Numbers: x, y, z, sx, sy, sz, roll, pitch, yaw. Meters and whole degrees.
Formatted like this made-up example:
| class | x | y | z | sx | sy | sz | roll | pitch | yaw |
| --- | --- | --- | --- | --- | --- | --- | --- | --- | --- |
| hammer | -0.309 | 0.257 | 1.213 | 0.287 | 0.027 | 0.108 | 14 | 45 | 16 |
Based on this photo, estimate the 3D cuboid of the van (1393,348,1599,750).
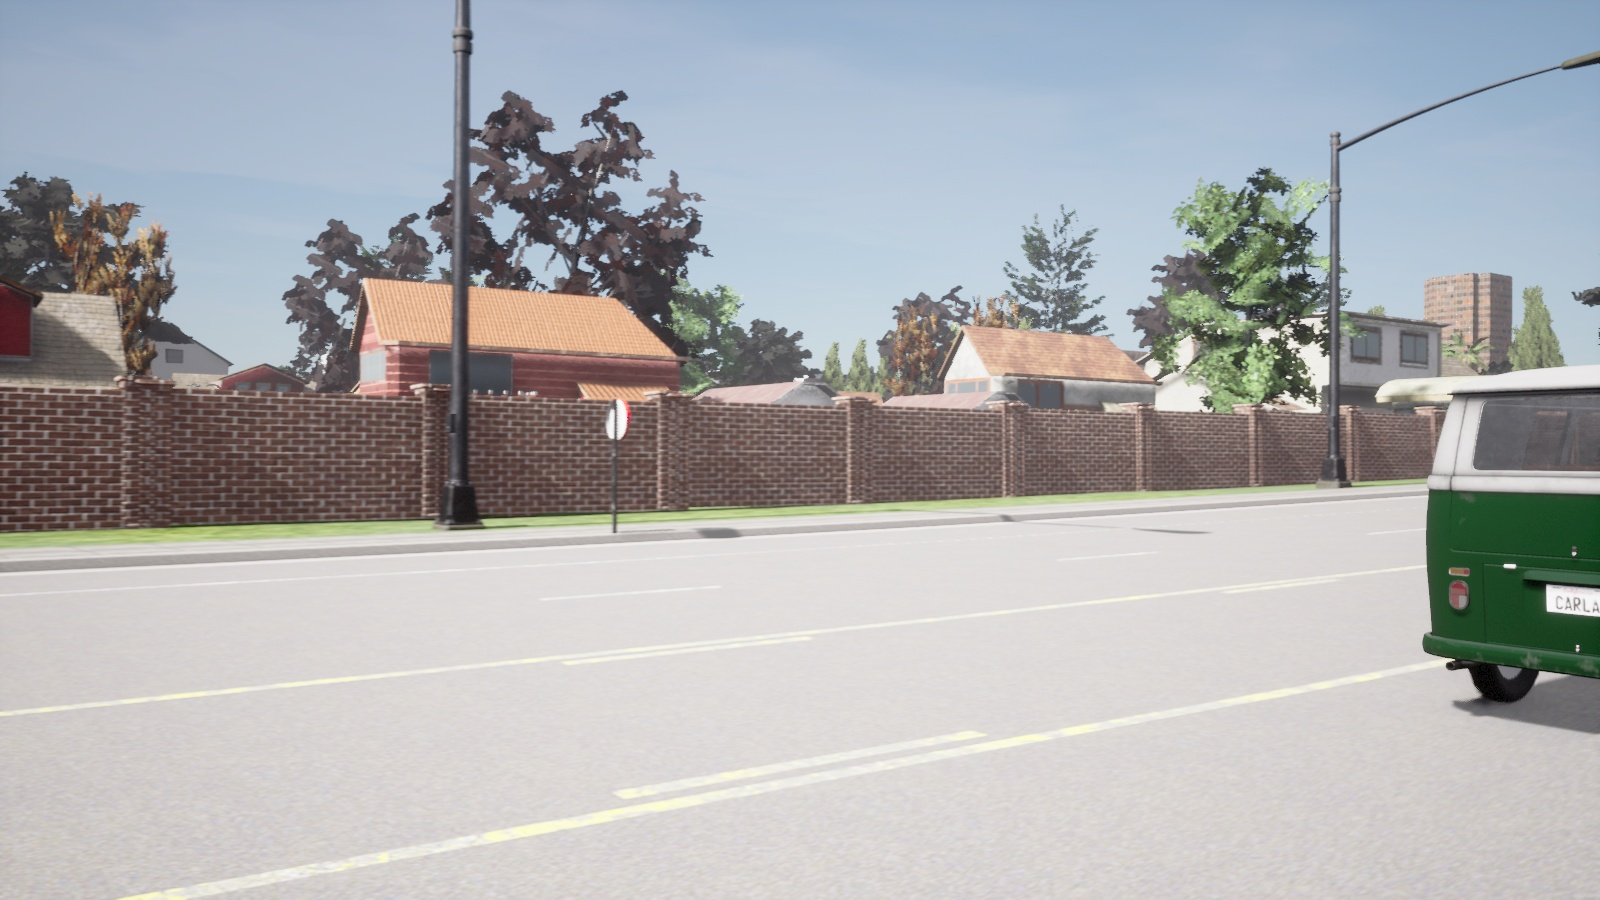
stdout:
| class | x | y | z | sx | sy | sz | roll | pitch | yaw |
| --- | --- | --- | --- | --- | --- | --- | --- | --- | --- |
| van | 5.672 | 0.474 | 7.606 | 4.442 | 1.987 | 1.775 | -1 | 0 | -35 |
